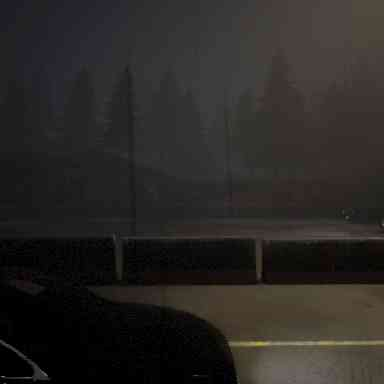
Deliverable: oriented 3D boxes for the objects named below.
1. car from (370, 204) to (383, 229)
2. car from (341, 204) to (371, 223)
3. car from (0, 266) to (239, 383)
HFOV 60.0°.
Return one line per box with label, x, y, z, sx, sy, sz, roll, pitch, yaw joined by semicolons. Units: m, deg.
car;12.532;1.450;17.474;4.902;1.511;2.128;0;0;-1
car;13.647;1.547;24.496;4.718;1.301;1.895;0;0;-1
car;-2.008;1.501;3.003;4.892;1.490;1.837;0;0;-1
